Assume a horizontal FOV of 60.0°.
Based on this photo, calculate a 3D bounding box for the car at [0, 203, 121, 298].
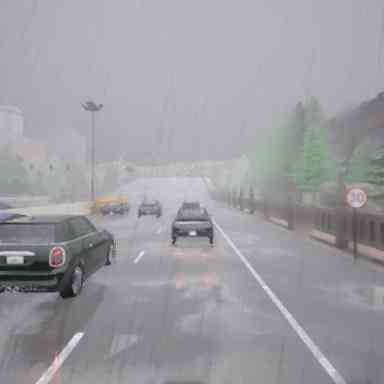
[{"bbox_3d":[-3.451,1.342,8.625,2.097,1.767,4.553,0,0,0],"label":"car"}]

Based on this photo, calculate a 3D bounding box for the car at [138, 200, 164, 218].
[{"bbox_3d":[-3.553,1.436,29.219,2.128,1.511,4.902,0,0,0],"label":"car"}]

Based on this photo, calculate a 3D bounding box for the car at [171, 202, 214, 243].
[{"bbox_3d":[0.020,1.456,15.841,2.128,1.511,4.902,0,0,0],"label":"car"}]

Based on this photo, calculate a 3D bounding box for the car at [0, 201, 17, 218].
[{"bbox_3d":[-17.682,1.547,29.687,1.994,1.385,4.181,0,0,0],"label":"car"}]

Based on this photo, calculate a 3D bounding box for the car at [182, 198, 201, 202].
[{"bbox_3d":[-0.086,1.400,35.150,1.882,1.535,5.008,0,0,0],"label":"car"}]

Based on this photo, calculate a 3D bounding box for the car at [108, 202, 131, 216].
[{"bbox_3d":[-7.064,1.550,31.422,1.895,1.301,4.718,0,0,0],"label":"car"}]
